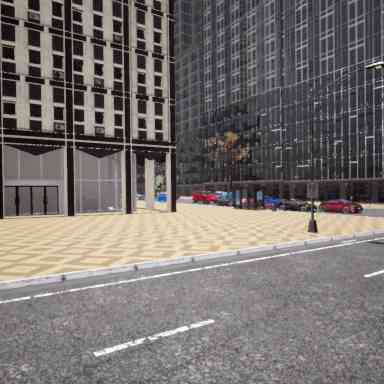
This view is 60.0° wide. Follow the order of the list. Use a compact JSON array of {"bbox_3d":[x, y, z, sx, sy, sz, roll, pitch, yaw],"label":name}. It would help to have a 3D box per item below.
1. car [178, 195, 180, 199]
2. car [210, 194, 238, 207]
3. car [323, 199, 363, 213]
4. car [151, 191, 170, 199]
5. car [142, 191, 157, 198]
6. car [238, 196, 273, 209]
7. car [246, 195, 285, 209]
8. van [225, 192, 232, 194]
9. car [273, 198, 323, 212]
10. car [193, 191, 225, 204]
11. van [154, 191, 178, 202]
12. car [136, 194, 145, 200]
[{"bbox_3d":[-4.183,0.936,73.070,1.802,1.307,4.206,0,1,-34],"label":"car"},{"bbox_3d":[4.837,1.319,44.836,1.947,1.339,4.313,0,1,-34],"label":"car"},{"bbox_3d":[15.258,1.408,34.211,1.994,1.385,4.181,-1,1,-34],"label":"car"},{"bbox_3d":[-7.382,0.615,77.765,2.192,1.841,5.009,0,1,-34],"label":"car"},{"bbox_3d":[-10.581,0.686,82.464,1.967,1.590,4.097,0,1,-34],"label":"car"},{"bbox_3d":[7.987,1.388,40.105,1.802,1.307,4.206,0,1,-34],"label":"car"},{"bbox_3d":[9.370,1.227,42.864,1.882,1.535,5.008,-1,1,-34],"label":"car"},{"bbox_3d":[5.412,0.855,58.972,1.690,1.788,3.998,0,1,-34],"label":"van"},{"bbox_3d":[11.172,1.424,35.395,1.947,1.339,4.313,0,1,-34],"label":"car"},{"bbox_3d":[2.276,0.853,53.305,2.150,2.045,5.566,-1,1,-34],"label":"car"},{"bbox_3d":[-4.713,0.937,58.956,1.690,1.788,3.998,0,1,-34],"label":"van"},{"bbox_3d":[-11.111,1.039,68.355,2.008,1.369,4.403,0,1,-34],"label":"car"}]
